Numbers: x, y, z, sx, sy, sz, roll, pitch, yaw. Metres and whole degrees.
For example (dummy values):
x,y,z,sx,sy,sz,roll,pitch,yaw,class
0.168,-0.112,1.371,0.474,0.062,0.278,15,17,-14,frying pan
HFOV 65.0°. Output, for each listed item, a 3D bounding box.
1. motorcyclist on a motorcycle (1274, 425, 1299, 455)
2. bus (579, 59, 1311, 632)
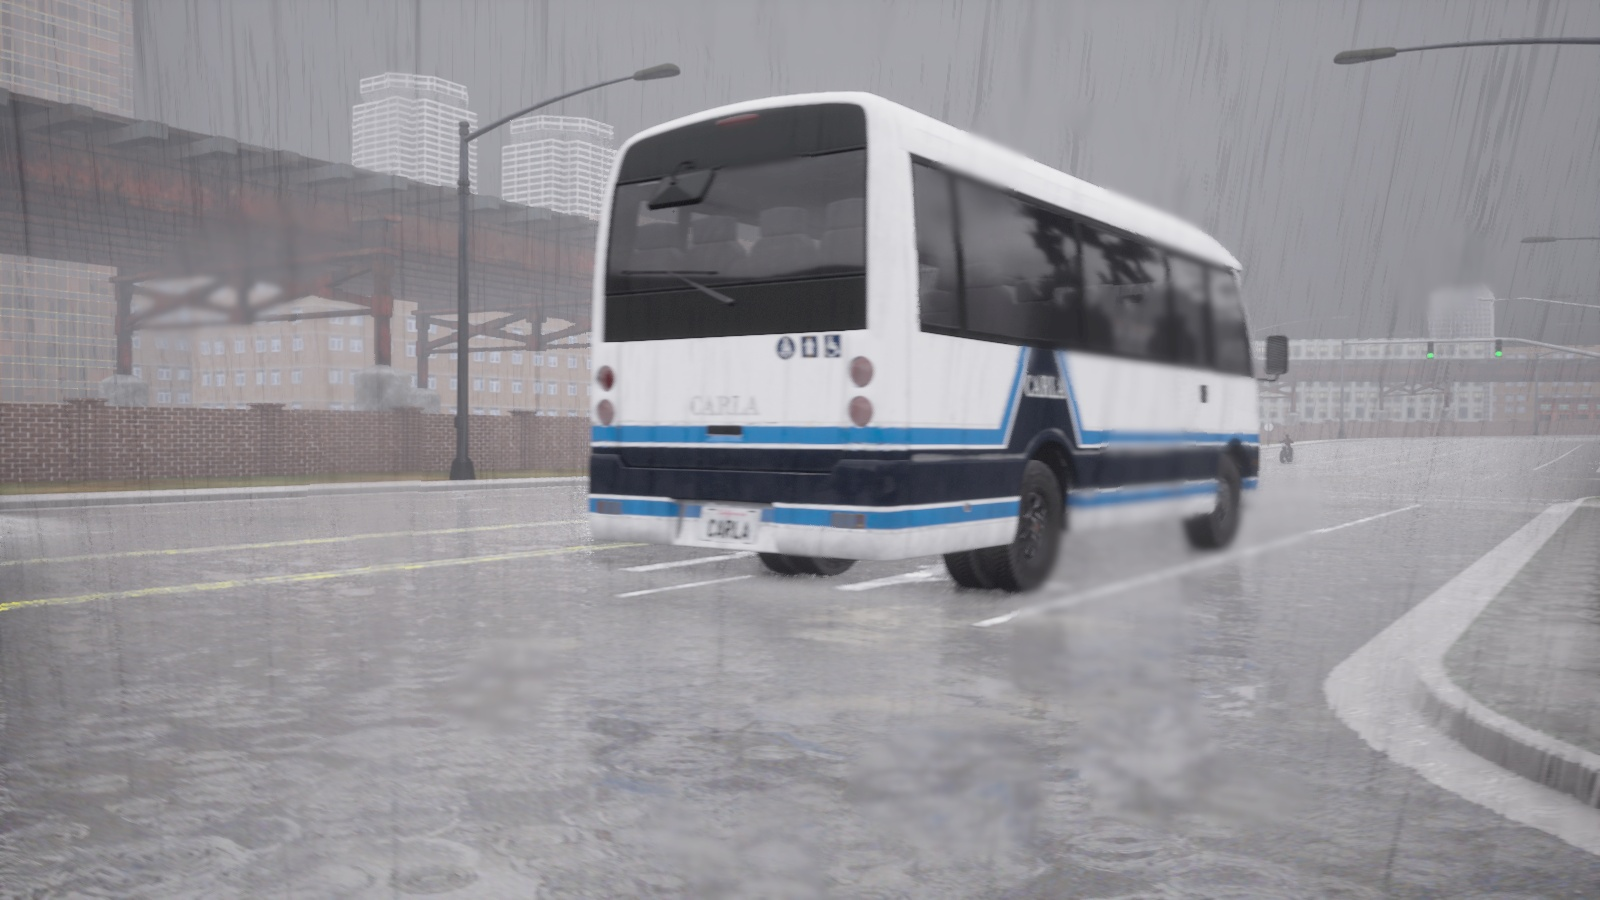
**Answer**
x,y,z,sx,sy,sz,roll,pitch,yaw,class
27.264,-0.573,70.356,0.766,1.649,2.350,0,2,34,motorcyclist on a motorcycle
2.576,-0.850,14.646,3.944,4.253,10.273,0,1,36,bus
